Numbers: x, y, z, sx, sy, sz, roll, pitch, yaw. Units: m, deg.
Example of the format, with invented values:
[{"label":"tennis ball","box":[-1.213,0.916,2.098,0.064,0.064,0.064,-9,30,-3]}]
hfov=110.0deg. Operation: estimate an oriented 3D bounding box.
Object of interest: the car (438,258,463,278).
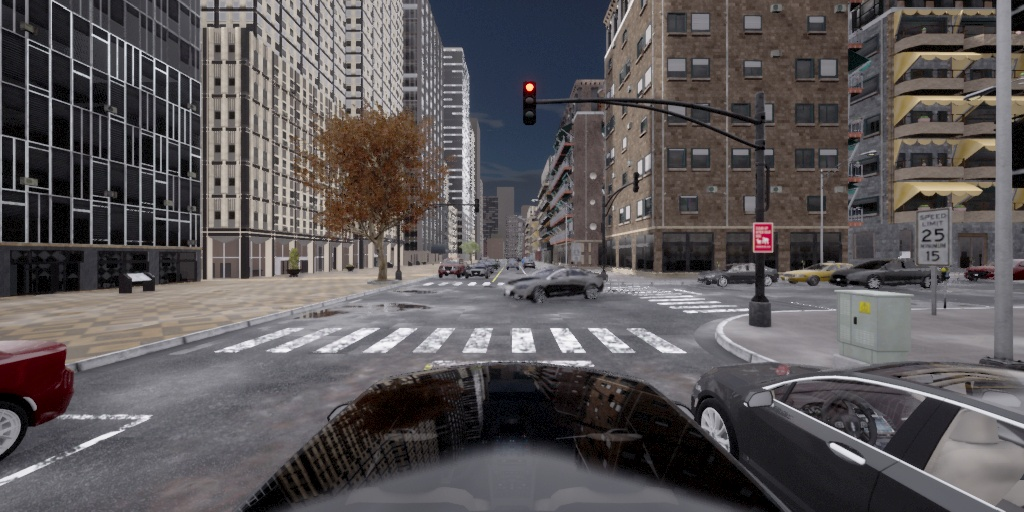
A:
[{"label":"car","box":[-5.682,1.078,34.393,2.192,1.841,5.009,0,0,0]}]

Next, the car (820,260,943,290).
[{"label":"car","box":[19.608,0.964,18.886,4.892,1.490,1.837,-1,0,-1]}]

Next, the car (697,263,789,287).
[{"label":"car","box":[13.441,1.095,21.415,4.403,1.370,2.007,0,0,-1]}]

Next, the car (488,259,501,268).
[{"label":"car","box":[-3.030,1.281,62.786,2.128,1.511,4.902,0,0,0]}]

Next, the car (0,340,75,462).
[{"label":"car","box":[-5.691,1.295,2.005,1.888,1.381,4.507,0,0,0]}]

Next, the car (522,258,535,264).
[{"label":"car","box":[2.706,1.348,56.481,1.948,1.339,4.313,0,0,0]}]

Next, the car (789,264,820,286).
[{"label":"car","box":[18.838,0.992,21.468,4.829,1.417,1.751,0,0,-1]}]

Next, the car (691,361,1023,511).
[{"label":"car","box":[2.689,1.300,2.002,2.007,1.370,4.403,0,0,0]}]

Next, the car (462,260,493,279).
[{"label":"car","box":[-3.082,1.326,32.874,1.994,1.385,4.181,0,0,1]}]

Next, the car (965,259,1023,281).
[{"label":"car","box":[30.142,0.858,21.580,4.507,1.381,1.888,0,0,-1]}]

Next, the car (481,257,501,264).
[{"label":"car","box":[-3.074,1.130,52.408,2.097,1.767,4.553,0,0,0]}]

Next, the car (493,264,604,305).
[{"label":"car","box":[1.939,1.249,16.165,4.902,1.511,2.128,0,-1,-30]}]

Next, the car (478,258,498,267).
[{"label":"car","box":[-3.088,1.317,42.259,2.033,1.411,5.357,0,0,0]}]

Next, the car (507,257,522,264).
[{"label":"car","box":[0.117,1.327,54.802,2.033,1.411,5.357,0,0,0]}]
